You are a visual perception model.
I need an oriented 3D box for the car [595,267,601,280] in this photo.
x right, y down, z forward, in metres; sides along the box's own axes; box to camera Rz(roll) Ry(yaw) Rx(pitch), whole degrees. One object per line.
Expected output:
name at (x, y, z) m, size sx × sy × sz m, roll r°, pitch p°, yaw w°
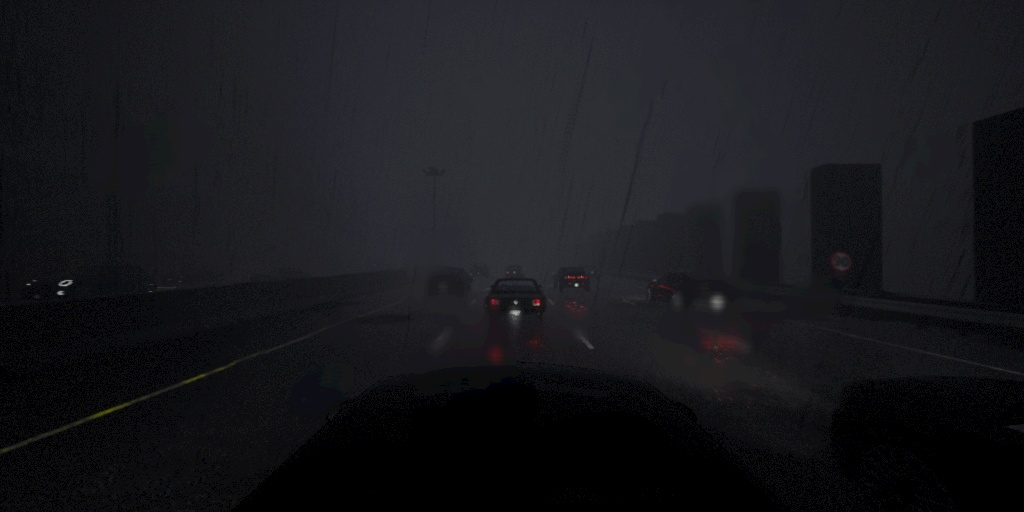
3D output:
car at (7.210, 1.552, 34.774) m, size 2.033 × 1.411 × 5.357 m, roll 0°, pitch 0°, yaw -1°

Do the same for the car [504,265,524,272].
car at (0.210, 1.554, 34.827) m, size 2.033 × 1.411 × 5.357 m, roll 0°, pitch 0°, yaw -1°

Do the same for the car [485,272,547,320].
car at (0.145, 1.438, 12.979) m, size 1.895 × 1.301 × 4.718 m, roll 0°, pitch 0°, yaw 1°

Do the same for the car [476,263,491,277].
car at (-3.348, 1.525, 37.933) m, size 2.128 × 1.511 × 4.902 m, roll 0°, pitch 0°, yaw -1°

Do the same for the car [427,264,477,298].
car at (-3.295, 1.368, 19.728) m, size 1.882 × 1.535 × 5.008 m, roll 0°, pitch 0°, yaw 0°

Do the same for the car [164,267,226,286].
car at (-24.465, 1.520, 27.619) m, size 1.994 × 1.385 × 4.181 m, roll 0°, pitch 0°, yaw 0°

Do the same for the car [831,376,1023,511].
car at (3.630, 1.234, 1.023) m, size 2.128 × 1.511 × 4.902 m, roll 0°, pitch -1°, yaw 0°

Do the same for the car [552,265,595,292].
car at (3.728, 1.421, 23.051) m, size 1.837 × 1.490 × 4.892 m, roll 0°, pitch 0°, yaw 0°

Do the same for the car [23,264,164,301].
car at (-21.008, 1.233, 18.137) m, size 2.097 × 1.767 × 4.553 m, roll 0°, pitch 0°, yaw 0°

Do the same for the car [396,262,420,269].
car at (-14.365, 1.733, 50.628) m, size 1.895 × 1.301 × 4.718 m, roll 0°, pitch 0°, yaw -2°

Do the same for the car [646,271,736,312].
car at (7.163, 1.357, 14.875) m, size 1.837 × 1.490 × 4.892 m, roll 0°, pitch 0°, yaw 1°

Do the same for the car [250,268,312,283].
car at (-17.458, 1.553, 27.316) m, size 1.895 × 1.301 × 4.718 m, roll 0°, pitch 0°, yaw 0°
